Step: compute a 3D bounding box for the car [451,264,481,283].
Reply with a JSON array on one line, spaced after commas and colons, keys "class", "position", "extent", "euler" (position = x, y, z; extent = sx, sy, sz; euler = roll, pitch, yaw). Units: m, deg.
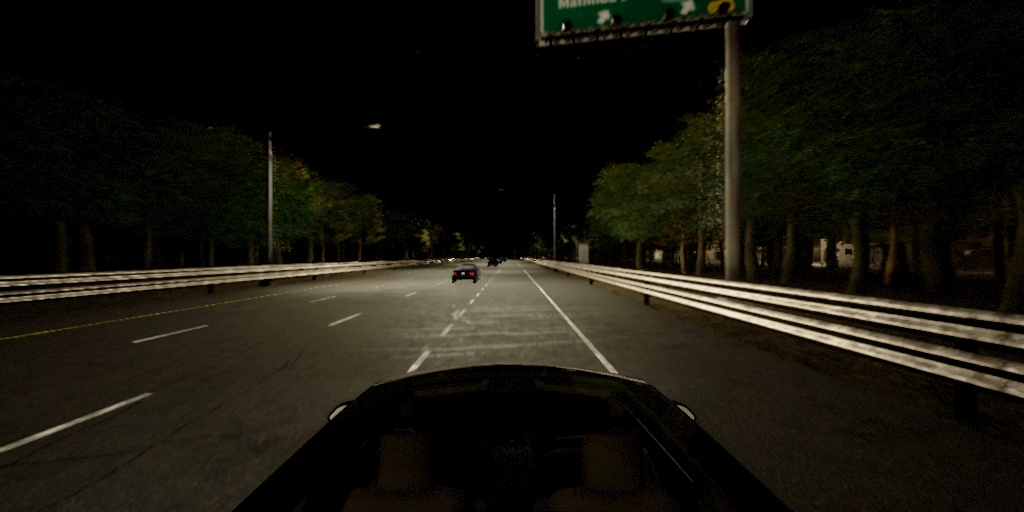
[{"class": "car", "position": [-3.506, 1.306, 28.099], "extent": [2.033, 1.411, 5.357], "euler": [0, 0, 0]}]
